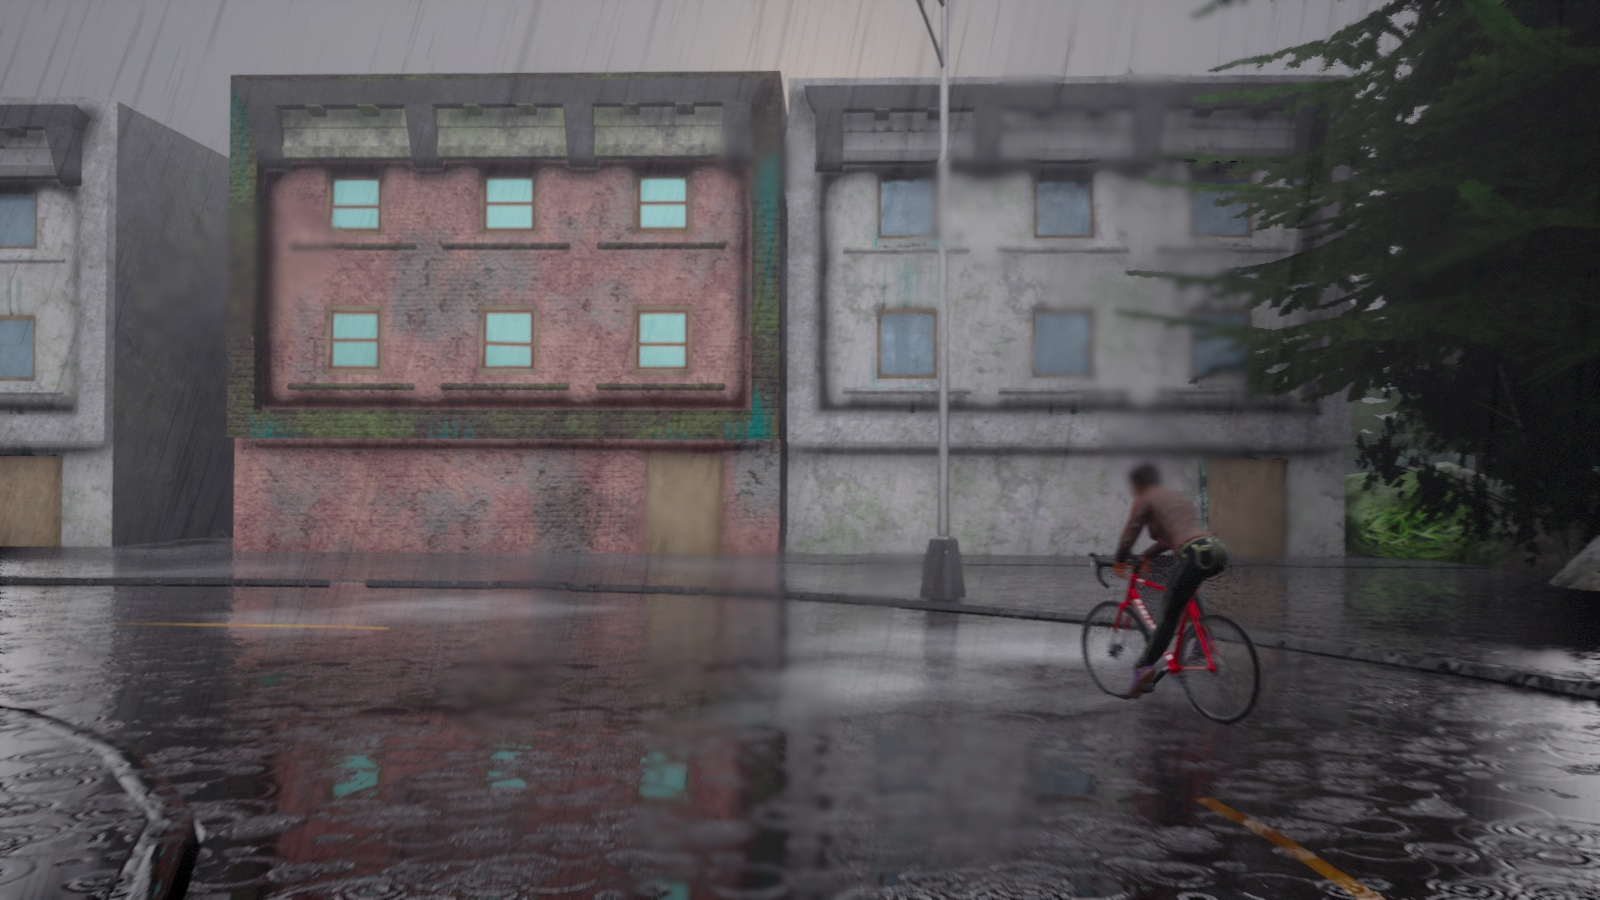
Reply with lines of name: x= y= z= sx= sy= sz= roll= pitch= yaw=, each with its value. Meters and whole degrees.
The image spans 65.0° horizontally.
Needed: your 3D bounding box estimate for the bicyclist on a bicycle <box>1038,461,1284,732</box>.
bicyclist on a bicycle: x=2.361 y=0.901 z=8.421 sx=0.582 sy=1.620 sz=1.656 roll=-1 pitch=-1 yaw=-26
